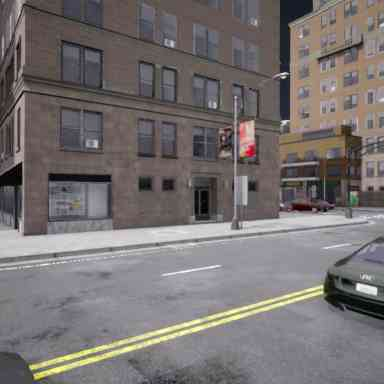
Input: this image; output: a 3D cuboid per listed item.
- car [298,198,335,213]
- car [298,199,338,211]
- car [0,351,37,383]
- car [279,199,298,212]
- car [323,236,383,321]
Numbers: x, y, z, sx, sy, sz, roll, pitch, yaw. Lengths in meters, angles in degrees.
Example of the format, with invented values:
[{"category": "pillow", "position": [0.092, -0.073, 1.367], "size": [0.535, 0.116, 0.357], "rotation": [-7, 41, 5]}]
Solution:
[{"category": "car", "position": [12.679, 1.467, 36.746], "size": [1.882, 1.535, 5.008], "rotation": [0, 0, -35]}, {"category": "car", "position": [15.788, 1.576, 41.872], "size": [1.947, 1.339, 4.313], "rotation": [0, 0, -35]}, {"category": "car", "position": [-3.297, 1.547, 1.096], "size": [5.357, 1.411, 2.033], "rotation": [0, 0, -35]}, {"category": "car", "position": [9.218, 1.419, 37.265], "size": [1.967, 1.590, 4.097], "rotation": [0, 0, -35]}, {"category": "car", "position": [4.506, 1.564, 6.628], "size": [4.181, 1.385, 1.994], "rotation": [0, 0, -35]}]
